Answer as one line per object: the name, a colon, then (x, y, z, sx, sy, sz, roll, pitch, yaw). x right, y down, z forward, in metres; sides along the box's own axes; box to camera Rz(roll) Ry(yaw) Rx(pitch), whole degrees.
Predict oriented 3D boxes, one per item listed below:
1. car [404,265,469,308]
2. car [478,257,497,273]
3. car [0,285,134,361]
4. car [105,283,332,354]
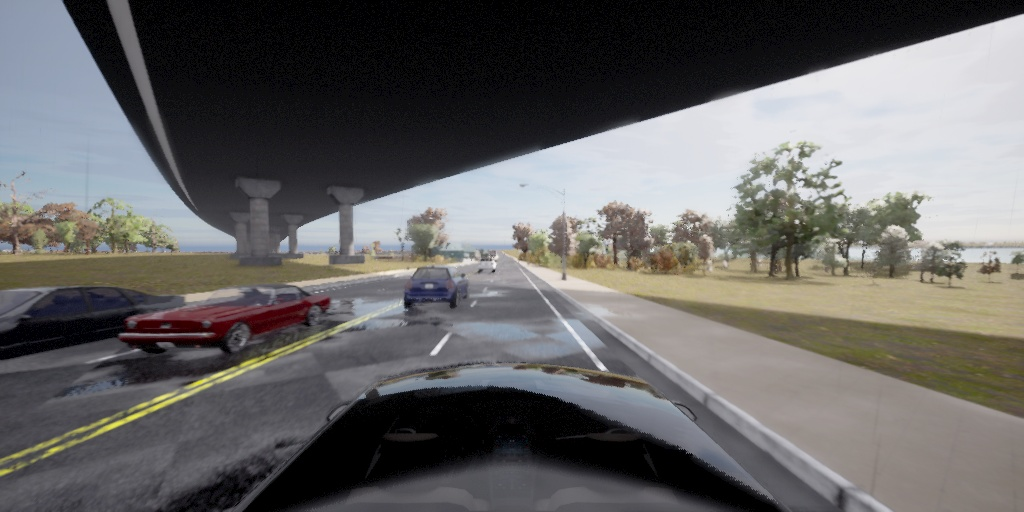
car: (-3.176, 1.174, 15.854, 2.097, 1.767, 4.553, 0, 0, 0)
car: (-3.282, 1.187, 48.380, 2.150, 2.045, 5.566, 0, -1, 0)
car: (-9.857, 1.354, 7.591, 2.033, 1.411, 5.357, 0, 0, 0)
car: (-6.609, 1.403, 9.051, 1.895, 1.301, 4.718, 0, 0, 0)
